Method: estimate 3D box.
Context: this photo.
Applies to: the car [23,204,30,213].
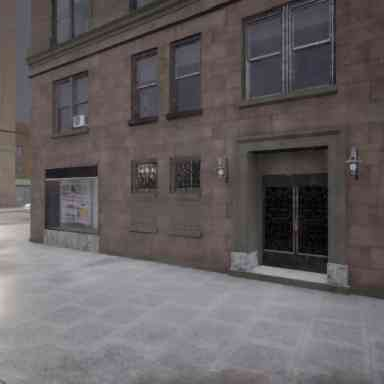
[{"bbox_3d":[-15.704,1.439,35.882,1.812,1.442,4.674,0,0,35],"label":"car"}]
